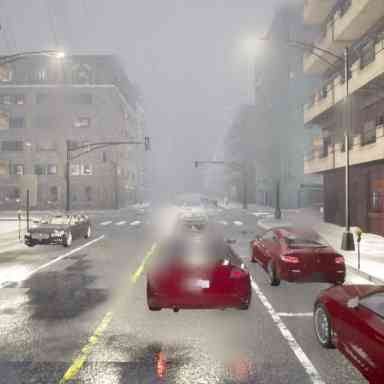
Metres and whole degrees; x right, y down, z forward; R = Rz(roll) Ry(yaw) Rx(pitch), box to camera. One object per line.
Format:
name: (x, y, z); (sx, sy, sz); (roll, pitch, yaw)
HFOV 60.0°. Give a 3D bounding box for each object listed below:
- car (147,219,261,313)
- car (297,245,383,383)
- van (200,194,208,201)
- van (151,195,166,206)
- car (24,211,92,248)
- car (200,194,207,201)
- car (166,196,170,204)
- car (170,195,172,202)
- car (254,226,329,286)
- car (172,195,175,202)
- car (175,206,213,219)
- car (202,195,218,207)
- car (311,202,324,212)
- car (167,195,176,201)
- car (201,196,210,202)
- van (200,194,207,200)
car: (0.108, 1.566, 7.779); (1.994, 1.385, 4.181); (0, 0, -1)
car: (2.669, 1.583, 3.386); (1.802, 1.307, 4.206); (1, 0, 0)
van: (3.112, 1.349, 86.777); (1.690, 1.788, 3.998); (1, 0, 0)
van: (-5.570, 1.349, 52.843); (1.690, 1.788, 3.998); (1, 0, 0)
car: (-5.766, 1.554, 14.798); (2.008, 1.369, 4.403); (1, 0, 0)
car: (2.995, 1.558, 69.767); (2.008, 1.369, 4.403); (1, 0, 0)
car: (-5.460, 1.574, 58.506); (1.947, 1.339, 4.313); (1, 0, 0)
car: (-5.421, 1.448, 64.176); (1.967, 1.590, 4.097); (1, 0, 0)
car: (2.670, 1.584, 9.057); (1.802, 1.307, 4.206); (1, 0, 0)
car: (-5.347, 1.575, 75.518); (1.947, 1.339, 4.313); (1, 0, 0)
car: (0.107, 1.604, 16.597); (1.895, 1.301, 4.718); (0, 0, 0)
car: (2.978, 1.558, 51.179); (2.008, 1.369, 4.403); (1, 0, 0)
car: (15.558, 1.518, 36.948); (4.507, 1.381, 1.887); (0, -1, 1)
car: (-5.271, 1.554, 86.858); (1.887, 1.381, 4.507); (1, 0, 0)
car: (3.033, 1.590, 75.437); (1.802, 1.307, 4.206); (1, 0, 0)
van: (3.150, 1.349, 92.448); (1.690, 1.788, 3.998); (1, 0, 0)
